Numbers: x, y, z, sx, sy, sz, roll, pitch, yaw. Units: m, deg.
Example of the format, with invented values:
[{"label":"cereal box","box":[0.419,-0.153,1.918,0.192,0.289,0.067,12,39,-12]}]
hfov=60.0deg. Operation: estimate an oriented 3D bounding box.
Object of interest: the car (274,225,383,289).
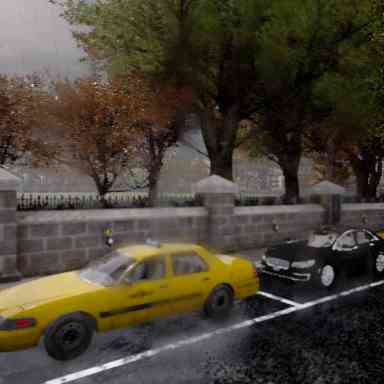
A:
[{"label":"car","box":[3.815,1.626,9.280,4.403,1.369,2.008,1,-1,-35]}]

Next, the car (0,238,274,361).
[{"label":"car","box":[-0.907,1.548,5.913,4.829,1.417,1.752,1,-1,-35]}]
